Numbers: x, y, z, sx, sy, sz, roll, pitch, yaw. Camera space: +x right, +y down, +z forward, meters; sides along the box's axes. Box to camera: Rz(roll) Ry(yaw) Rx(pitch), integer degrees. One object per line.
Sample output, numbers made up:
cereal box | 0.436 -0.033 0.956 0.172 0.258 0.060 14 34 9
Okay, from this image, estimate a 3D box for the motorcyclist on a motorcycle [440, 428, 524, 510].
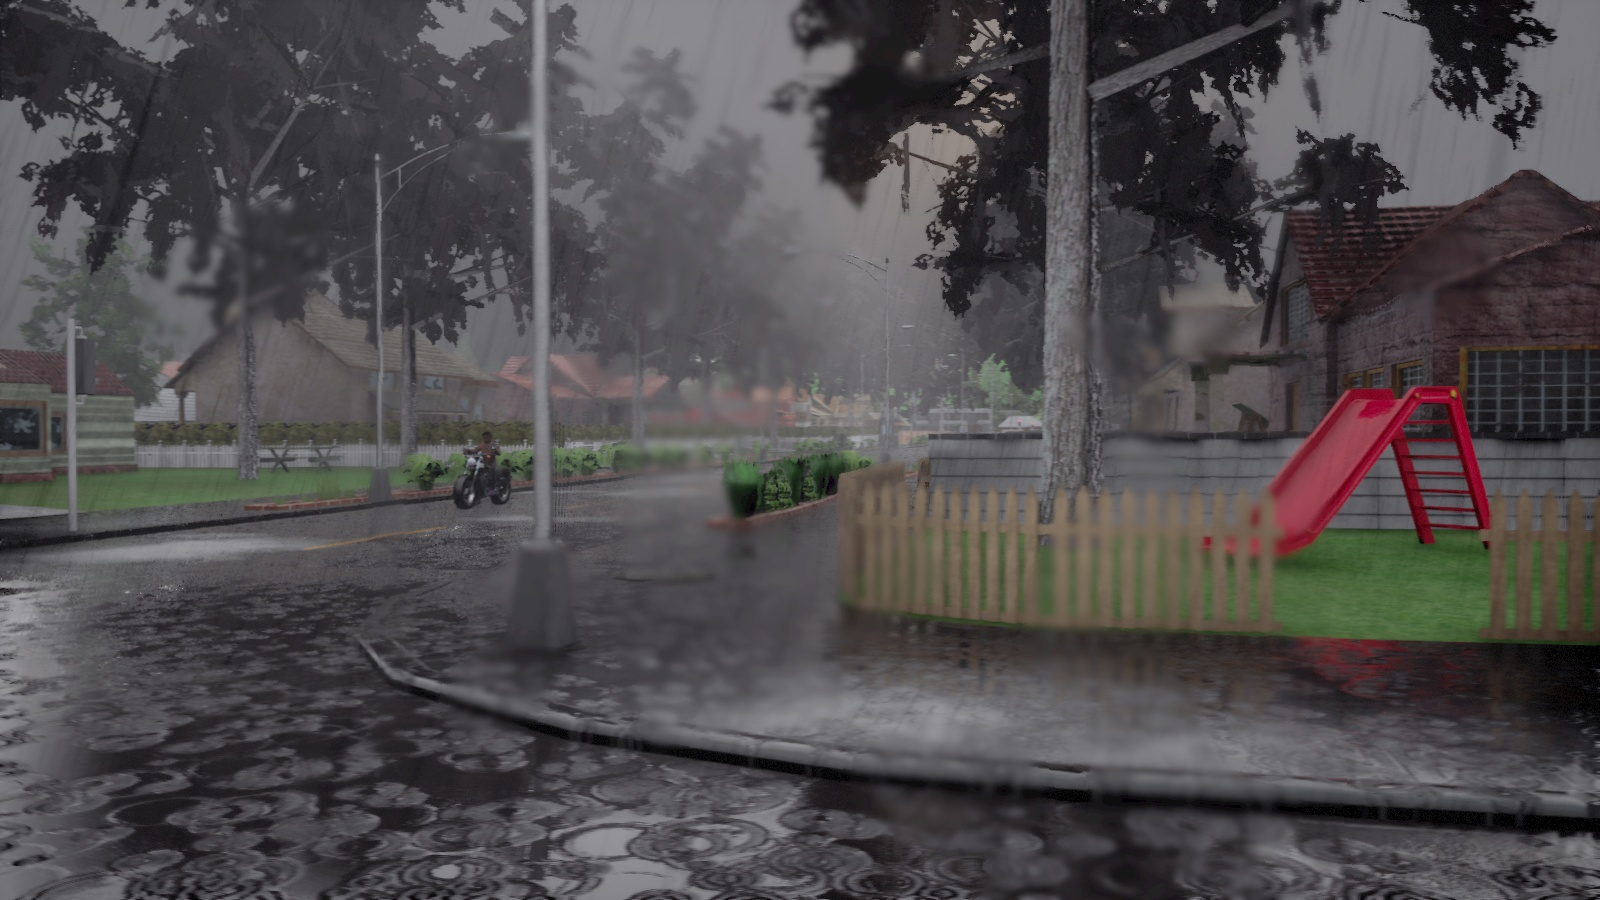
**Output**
motorcyclist on a motorcycle | -6.703 0.358 26.618 0.766 1.649 2.350 0 1 12
